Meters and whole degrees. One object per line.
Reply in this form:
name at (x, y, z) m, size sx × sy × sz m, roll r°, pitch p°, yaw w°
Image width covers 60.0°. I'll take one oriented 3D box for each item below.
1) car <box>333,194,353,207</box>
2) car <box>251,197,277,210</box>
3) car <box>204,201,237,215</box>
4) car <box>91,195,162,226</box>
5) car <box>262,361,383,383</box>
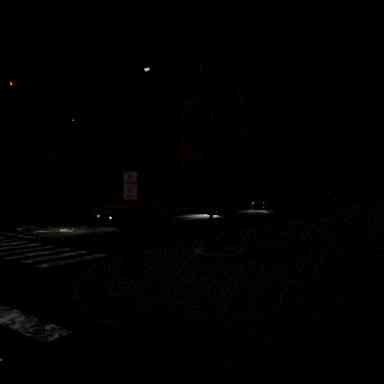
car at (24.063, 1.347, 52.899) m, size 2.150 × 2.045 × 5.566 m, roll 0°, pitch 0°, yaw 35°
car at (9.555, 1.426, 43.954) m, size 2.097 × 1.767 × 4.553 m, roll 0°, pitch 0°, yaw 36°
car at (2.975, 1.613, 34.694) m, size 1.994 × 1.385 × 4.181 m, roll 0°, pitch 0°, yaw 36°
car at (-4.546, 1.249, 24.091) m, size 2.150 × 2.045 × 5.566 m, roll 0°, pitch 0°, yaw 35°
car at (2.178, 1.551, 1.289) m, size 4.403 × 1.369 × 2.008 m, roll 0°, pitch 0°, yaw 36°
